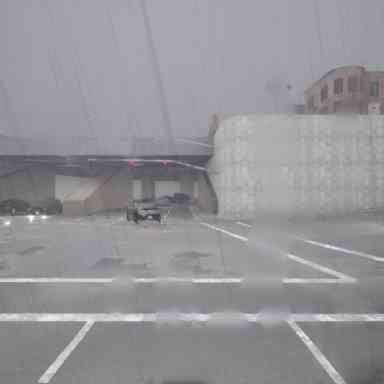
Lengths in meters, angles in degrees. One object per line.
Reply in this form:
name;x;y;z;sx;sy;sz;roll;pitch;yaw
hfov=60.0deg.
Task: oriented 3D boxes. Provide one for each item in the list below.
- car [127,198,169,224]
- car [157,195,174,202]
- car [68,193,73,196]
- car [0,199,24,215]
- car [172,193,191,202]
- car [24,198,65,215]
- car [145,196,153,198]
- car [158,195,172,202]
car;-3.589;1.491;24.540;2.128;1.511;4.902;-1;0;-19
car;-5.976;1.500;75.461;1.837;1.490;4.892;0;0;24
car;-18.881;1.221;53.768;2.150;2.045;5.566;0;0;-1
car;-18.369;1.478;34.074;1.882;1.535;5.008;0;0;-1
car;-2.271;1.225;75.267;2.150;2.045;5.566;0;0;24
car;-14.881;1.547;34.484;2.033;1.411;5.357;0;0;-2
car;-8.223;1.547;63.894;2.033;1.411;5.357;0;0;3
car;-4.737;1.525;54.159;1.812;1.442;4.674;0;0;-2
